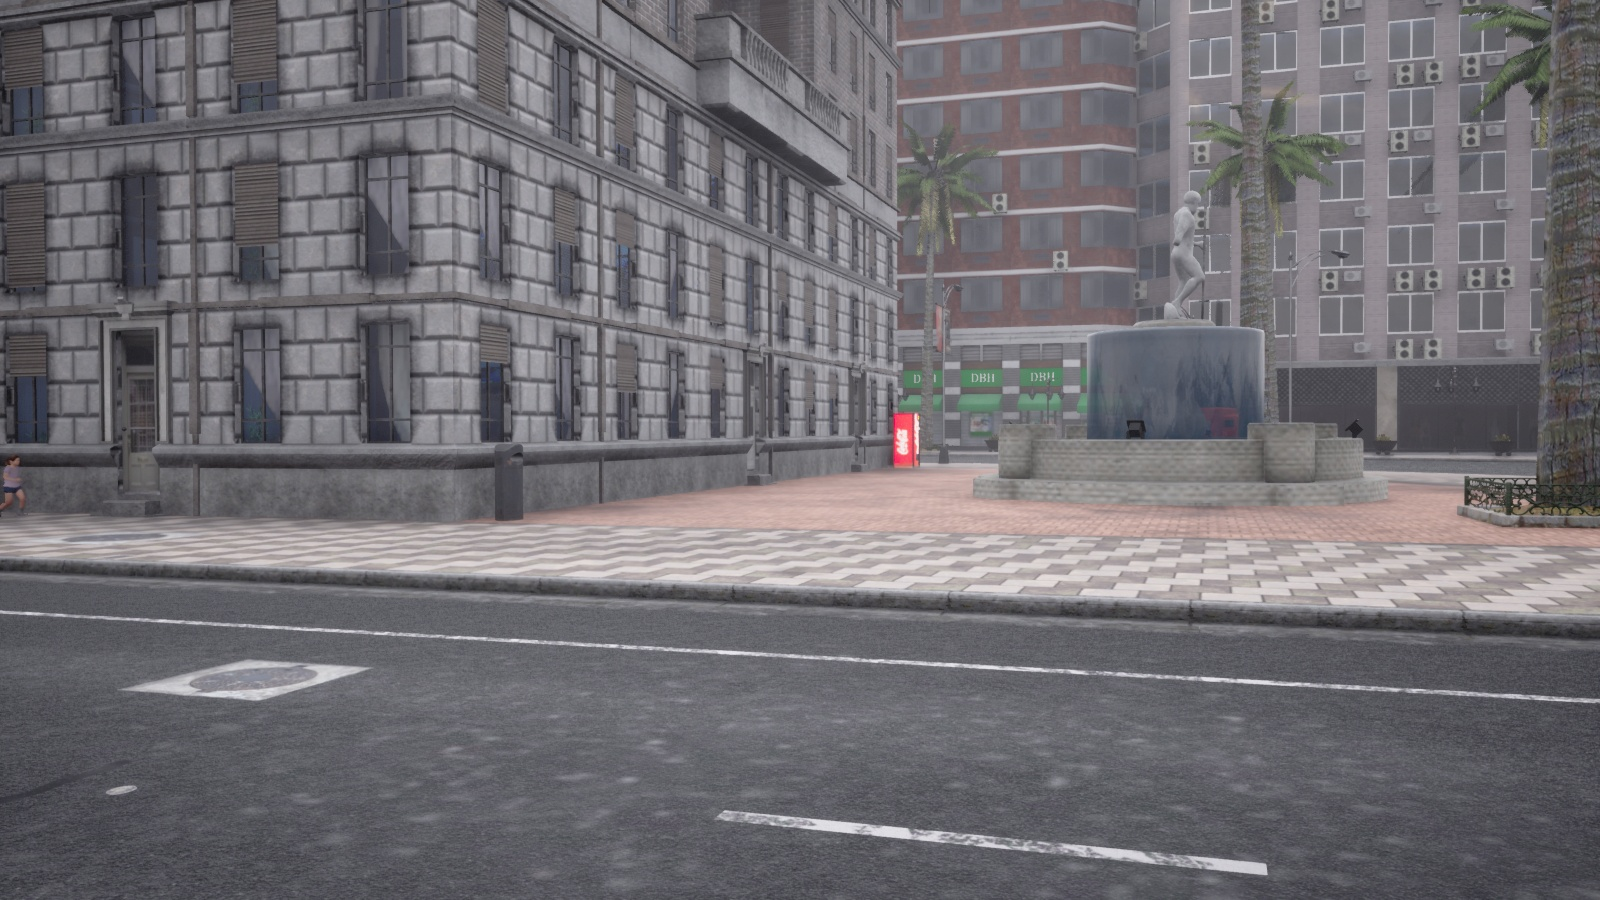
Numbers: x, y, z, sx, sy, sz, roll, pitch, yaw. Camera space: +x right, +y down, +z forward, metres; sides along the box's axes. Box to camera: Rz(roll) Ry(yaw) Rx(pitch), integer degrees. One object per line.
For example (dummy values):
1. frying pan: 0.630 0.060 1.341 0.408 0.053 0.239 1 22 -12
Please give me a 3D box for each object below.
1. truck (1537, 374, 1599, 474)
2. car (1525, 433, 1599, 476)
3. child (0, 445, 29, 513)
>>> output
1. truck: 32.553 -0.967 46.877 2.891 3.827 8.468 0 1 -26
2. car: 29.303 0.165 45.460 2.128 1.511 4.902 0 1 -28
3. child: -13.153 0.478 20.974 0.394 1.110 0.255 0 1 15
